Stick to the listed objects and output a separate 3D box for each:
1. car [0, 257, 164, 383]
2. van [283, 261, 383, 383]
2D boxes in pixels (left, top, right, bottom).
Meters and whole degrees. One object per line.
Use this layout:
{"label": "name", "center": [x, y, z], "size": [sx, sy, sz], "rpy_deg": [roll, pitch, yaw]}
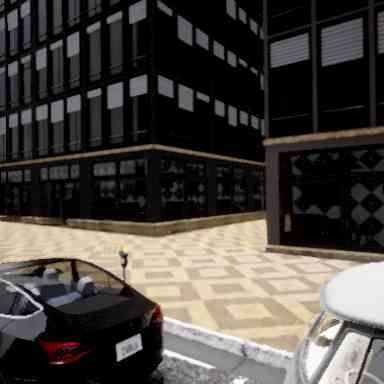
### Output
{"label": "car", "center": [-2.313, 1.566, 4.495], "size": [4.313, 1.339, 1.947], "rpy_deg": [0, -1, 35]}
{"label": "van", "center": [2.285, 1.341, 1.223], "size": [3.998, 1.788, 1.690], "rpy_deg": [0, -1, 35]}
